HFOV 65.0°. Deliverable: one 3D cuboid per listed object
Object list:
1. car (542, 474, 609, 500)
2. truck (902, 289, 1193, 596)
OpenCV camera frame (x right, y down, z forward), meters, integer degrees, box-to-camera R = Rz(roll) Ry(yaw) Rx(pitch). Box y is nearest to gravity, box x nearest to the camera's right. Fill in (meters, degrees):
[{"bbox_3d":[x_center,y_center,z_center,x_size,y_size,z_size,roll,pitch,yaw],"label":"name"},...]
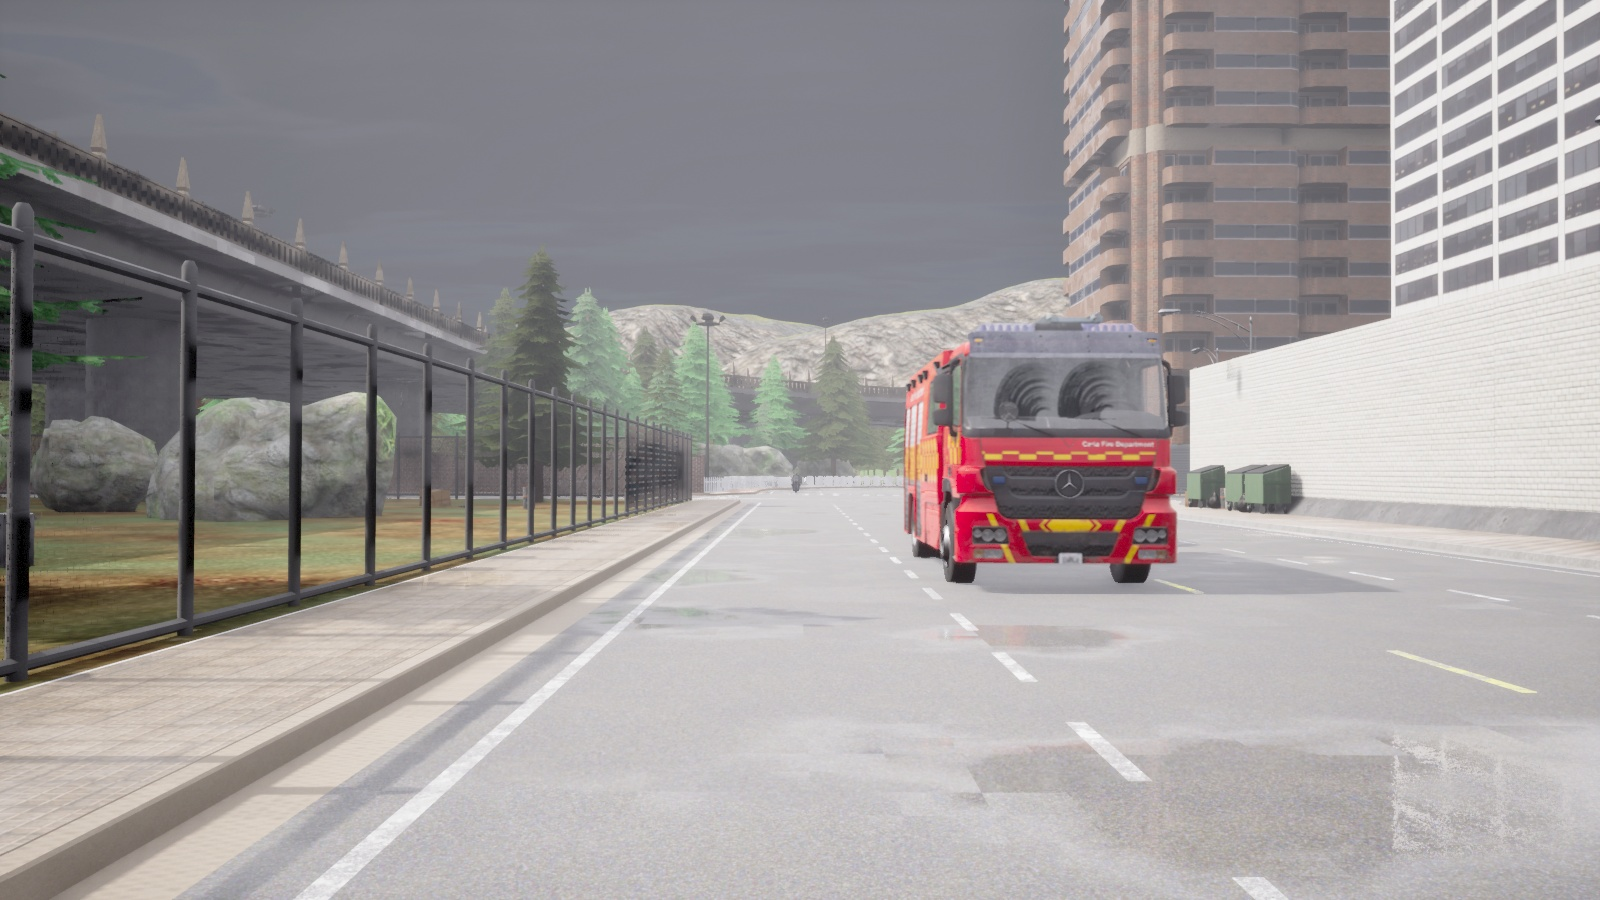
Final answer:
[{"bbox_3d":[-13.301,2.184,74.441,3.633,1.501,1.845,0,-1,0],"label":"car"},{"bbox_3d":[3.439,-0.030,19.935,2.891,3.827,8.468,0,-1,0],"label":"truck"}]
